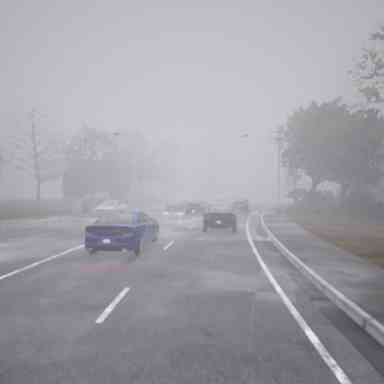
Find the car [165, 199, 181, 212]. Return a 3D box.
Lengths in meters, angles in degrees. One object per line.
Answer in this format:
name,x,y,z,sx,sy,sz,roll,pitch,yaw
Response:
car,-1.630,1.496,38.672,1.812,1.442,4.674,0,0,16

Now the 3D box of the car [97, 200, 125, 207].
car,-7.283,1.479,30.127,1.812,1.442,4.674,0,0,12

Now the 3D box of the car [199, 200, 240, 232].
car,1.808,1.476,20.339,1.882,1.535,5.008,0,0,8

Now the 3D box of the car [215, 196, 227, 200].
car,6.203,1.483,68.528,1.812,1.442,4.674,0,0,27

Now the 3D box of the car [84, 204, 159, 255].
car,-2.602,1.463,13.399,1.882,1.535,5.008,0,0,5

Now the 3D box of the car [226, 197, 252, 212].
car,5.711,1.497,38.237,2.128,1.511,4.902,0,0,16

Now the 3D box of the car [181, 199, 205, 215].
car,0.653,1.491,32.710,1.837,1.490,4.892,0,0,13
